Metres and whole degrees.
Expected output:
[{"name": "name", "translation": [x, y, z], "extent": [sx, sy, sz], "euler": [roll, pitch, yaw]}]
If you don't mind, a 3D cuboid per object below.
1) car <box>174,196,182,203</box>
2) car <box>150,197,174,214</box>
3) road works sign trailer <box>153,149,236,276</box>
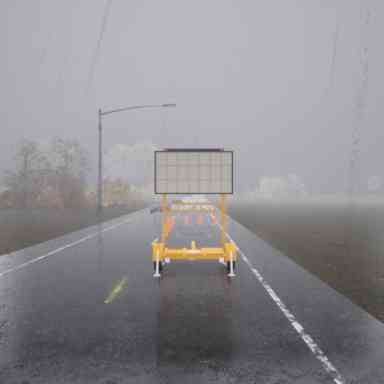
[{"name": "car", "translation": [-2.904, 1.518, 63.995], "extent": [1.882, 1.535, 5.008], "euler": [0, 0, 1]}, {"name": "car", "translation": [-3.271, 1.524, 35.189], "extent": [1.837, 1.490, 4.892], "euler": [0, 0, 1]}, {"name": "road works sign trailer", "translation": [0.057, 0.468, 10.302], "extent": [2.380, 3.560, 2.880], "euler": [0, 0, -1]}]
